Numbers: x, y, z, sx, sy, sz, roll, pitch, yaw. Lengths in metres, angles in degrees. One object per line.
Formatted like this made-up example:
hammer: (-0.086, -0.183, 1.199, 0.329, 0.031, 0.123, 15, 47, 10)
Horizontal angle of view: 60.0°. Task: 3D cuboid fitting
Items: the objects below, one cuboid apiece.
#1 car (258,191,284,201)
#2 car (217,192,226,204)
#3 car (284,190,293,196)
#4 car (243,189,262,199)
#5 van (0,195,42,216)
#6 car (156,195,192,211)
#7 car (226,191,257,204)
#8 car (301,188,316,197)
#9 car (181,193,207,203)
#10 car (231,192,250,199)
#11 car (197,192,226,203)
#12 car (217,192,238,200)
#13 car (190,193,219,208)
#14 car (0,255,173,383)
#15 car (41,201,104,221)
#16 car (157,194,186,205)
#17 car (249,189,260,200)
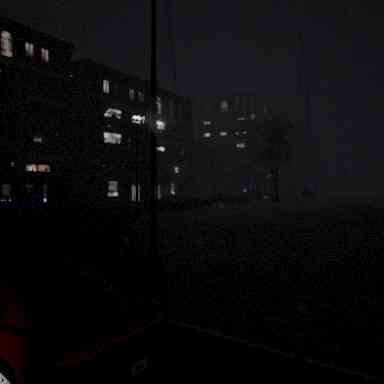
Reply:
car: (13.646, 0.775, 57.331, 1.752, 1.417, 4.829, 1, 2, 35)
car: (4.781, 0.776, 49.243, 2.097, 1.767, 4.553, 0, 1, 35)
car: (25.731, 0.255, 89.414, 1.887, 1.381, 4.507, 1, 2, 35)
car: (13.024, 0.365, 71.115, 2.192, 1.841, 5.009, 1, 2, 35)
van: (-15.574, 1.170, 29.954, 1.690, 1.788, 3.998, 1, 2, 35)
car: (-2.340, 1.230, 34.323, 1.887, 1.381, 4.507, 1, 2, 35)
car: (7.193, 0.976, 48.044, 2.008, 1.369, 4.403, 1, 2, 35)
car: (26.982, 0.112, 77.064, 2.150, 2.045, 5.566, 0, 1, 35)
car: (0.311, 0.944, 52.826, 2.008, 1.369, 4.403, 1, 2, 35)
car: (9.747, 0.664, 66.406, 1.752, 1.417, 4.829, 1, 2, 35)
car: (3.126, 0.877, 52.258, 2.128, 1.511, 4.902, 0, 1, 35)
car: (6.666, 0.787, 61.974, 1.947, 1.339, 4.313, 1, 2, 35)
car: (0.838, 1.149, 38.897, 2.008, 1.369, 4.403, 1, 2, 35)
car: (-2.325, 1.564, 4.530, 4.507, 1.381, 1.887, 0, 0, 36)
car: (-8.694, 1.426, 25.177, 1.947, 1.339, 4.313, 1, 2, 35)
car: (-2.866, 1.046, 48.253, 1.947, 1.339, 4.313, 1, 2, 35)
car: (11.135, 0.739, 58.452, 2.128, 1.511, 4.902, 0, 1, 35)
